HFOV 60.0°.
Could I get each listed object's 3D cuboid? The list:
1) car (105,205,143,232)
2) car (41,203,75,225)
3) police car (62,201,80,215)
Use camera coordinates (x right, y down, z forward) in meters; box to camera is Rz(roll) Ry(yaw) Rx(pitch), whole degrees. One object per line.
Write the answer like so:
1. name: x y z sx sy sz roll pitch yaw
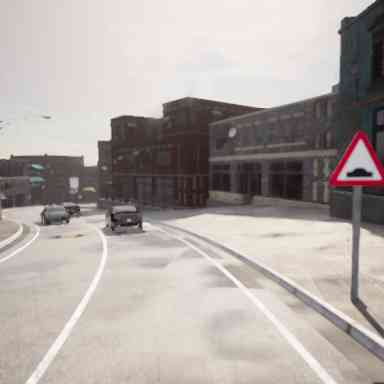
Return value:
1. car: -4.548 1.584 21.878 1.882 1.535 5.008 -2 -1 -20
2. car: -11.590 1.925 28.155 1.837 1.490 4.892 -3 -1 -30
3. police car: -14.756 1.926 39.116 1.930 1.638 5.238 -3 1 -36
